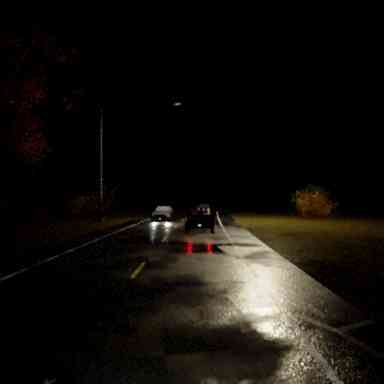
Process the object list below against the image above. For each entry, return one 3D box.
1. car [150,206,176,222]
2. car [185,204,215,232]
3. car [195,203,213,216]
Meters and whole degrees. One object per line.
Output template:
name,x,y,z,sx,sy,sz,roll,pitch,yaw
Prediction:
car,-2.667,2.022,31.992,2.033,1.411,5.357,0,-1,3
car,0.555,1.827,22.516,2.128,1.511,4.902,0,-1,2
car,1.578,2.172,42.137,2.033,1.411,5.357,0,-1,4
